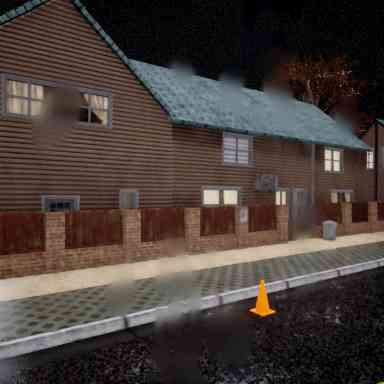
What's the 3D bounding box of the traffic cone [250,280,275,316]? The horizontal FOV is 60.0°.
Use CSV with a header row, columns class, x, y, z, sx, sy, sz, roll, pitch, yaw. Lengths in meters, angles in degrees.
class,x,y,z,sx,sy,sz,roll,pitch,yaw
traffic cone,1.324,1.955,6.247,0.340,0.580,0.340,0,0,-34
